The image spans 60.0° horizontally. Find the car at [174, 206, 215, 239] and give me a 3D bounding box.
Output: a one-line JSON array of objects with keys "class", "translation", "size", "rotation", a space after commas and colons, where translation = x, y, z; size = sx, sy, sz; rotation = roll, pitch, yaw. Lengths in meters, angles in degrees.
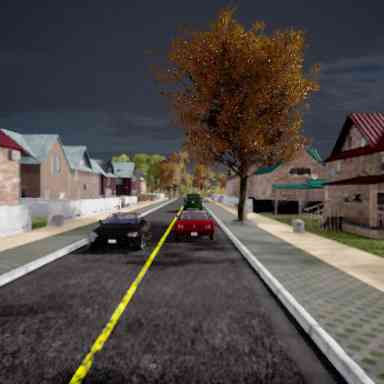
[{"class": "car", "translation": [0.106, 1.595, 17.158], "size": [1.895, 1.301, 4.718], "rotation": [0, 0, 0]}]

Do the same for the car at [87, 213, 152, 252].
[{"class": "car", "translation": [-2.843, 1.559, 13.791], "size": [1.994, 1.385, 4.181], "rotation": [0, 0, 0]}]

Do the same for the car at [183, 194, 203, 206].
[{"class": "car", "translation": [0.111, 1.203, 39.073], "size": [2.150, 2.045, 5.566], "rotation": [0, 0, 0]}]
